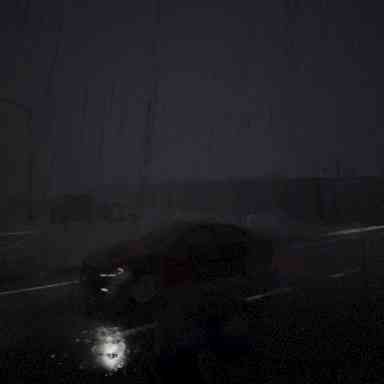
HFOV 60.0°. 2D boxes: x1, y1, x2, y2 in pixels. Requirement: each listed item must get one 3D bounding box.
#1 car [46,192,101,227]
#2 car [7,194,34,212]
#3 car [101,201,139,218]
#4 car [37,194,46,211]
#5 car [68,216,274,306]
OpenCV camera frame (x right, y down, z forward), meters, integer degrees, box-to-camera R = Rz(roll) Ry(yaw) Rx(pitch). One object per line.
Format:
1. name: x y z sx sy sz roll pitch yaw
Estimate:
1. car: -7.554 1.114 20.995 1.905 1.878 3.866 0 0 -37
2. car: -18.108 1.113 34.979 1.932 1.855 4.605 0 0 -37
3. car: -5.233 1.334 22.728 1.970 1.475 3.806 0 0 -37
4. car: -15.755 1.304 36.671 1.784 1.438 3.905 0 0 -37
5. car: -0.144 1.447 8.172 5.008 1.535 1.882 -1 0 -35
